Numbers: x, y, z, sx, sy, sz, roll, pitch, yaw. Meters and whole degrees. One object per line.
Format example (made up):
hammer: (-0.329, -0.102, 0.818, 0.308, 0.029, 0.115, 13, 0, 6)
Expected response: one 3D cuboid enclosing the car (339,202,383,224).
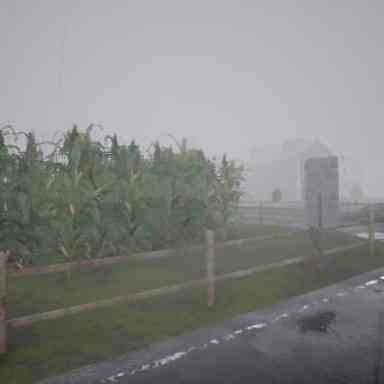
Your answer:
car: (11.820, 1.350, 20.752, 5.357, 1.411, 2.033, -1, 1, 41)
